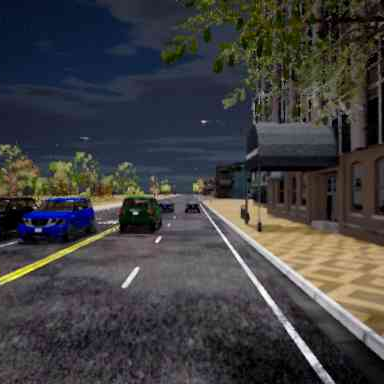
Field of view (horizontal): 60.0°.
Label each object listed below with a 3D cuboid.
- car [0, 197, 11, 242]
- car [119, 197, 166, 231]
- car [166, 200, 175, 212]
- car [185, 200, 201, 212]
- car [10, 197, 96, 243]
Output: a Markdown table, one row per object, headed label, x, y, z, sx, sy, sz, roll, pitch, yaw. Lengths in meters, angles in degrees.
| label | x | y | z | sx | sy | sz | roll | pitch | yaw |
| --- | --- | --- | --- | --- | --- | --- | --- | --- | --- |
| car | -9.838 | 1.291 | 17.083 | 2.150 | 2.045 | 5.566 | 0 | 0 | 0 |
| car | -3.170 | 1.308 | 21.421 | 2.150 | 2.045 | 5.566 | 0 | 0 | 0 |
| car | -3.163 | 1.708 | 41.077 | 2.033 | 1.411 | 5.357 | 0 | 0 | 0 |
| car | 0.087 | 1.707 | 41.068 | 2.033 | 1.411 | 5.357 | 0 | 0 | 0 |
| car | -6.588 | 1.290 | 16.996 | 2.150 | 2.045 | 5.566 | 0 | 0 | 0 |
